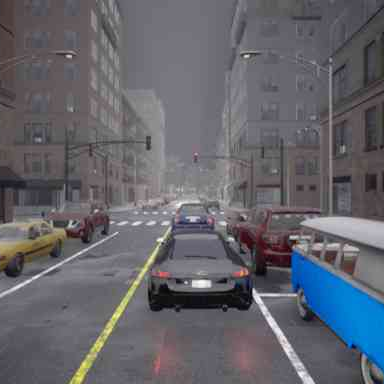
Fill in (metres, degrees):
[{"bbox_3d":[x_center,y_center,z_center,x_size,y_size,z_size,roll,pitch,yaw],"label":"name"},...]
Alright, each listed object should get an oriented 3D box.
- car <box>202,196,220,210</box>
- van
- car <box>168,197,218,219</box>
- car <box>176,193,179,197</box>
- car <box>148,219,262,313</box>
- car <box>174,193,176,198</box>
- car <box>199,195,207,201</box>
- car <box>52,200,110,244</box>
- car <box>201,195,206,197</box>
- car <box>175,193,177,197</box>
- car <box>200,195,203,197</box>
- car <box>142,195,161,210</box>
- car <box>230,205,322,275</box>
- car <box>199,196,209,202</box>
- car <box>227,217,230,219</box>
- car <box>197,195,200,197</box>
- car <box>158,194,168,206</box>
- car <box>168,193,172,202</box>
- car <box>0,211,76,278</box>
[{"bbox_3d":[2.670,1.546,43.072,2.008,1.369,4.403,0,0,0],"label":"car"},{"bbox_3d":[2.642,1.341,4.706,1.690,1.788,3.998,0,0,0],"label":"van"},{"bbox_3d":[0.062,1.350,17.833,2.097,1.767,4.553,0,0,0],"label":"car"},{"bbox_3d":[-5.335,1.311,86.934,2.192,1.841,5.009,0,0,0],"label":"car"},{"bbox_3d":[0.104,1.563,7.777,1.994,1.385,4.181,0,0,-2],"label":"car"},{"bbox_3d":[-5.347,1.546,75.969,2.008,1.369,4.403,0,0,0],"label":"car"},{"bbox_3d":[2.698,1.436,81.446,1.967,1.590,4.097,0,0,0],"label":"car"},{"bbox_3d":[-5.388,1.313,16.070,2.192,1.841,5.009,0,0,0],"label":"car"},{"bbox_3d":[2.674,1.540,48.553,1.887,1.381,4.507,0,0,0],"label":"car"},{"bbox_3d":[-5.341,1.562,81.452,1.947,1.339,4.313,0,0,0],"label":"car"},{"bbox_3d":[2.678,1.546,54.035,2.008,1.369,4.403,0,0,0],"label":"car"},{"bbox_3d":[-5.384,1.521,42.908,1.752,1.417,4.829,0,0,0],"label":"car"},{"bbox_3d":[2.646,1.314,10.384,2.192,1.841,5.009,0,0,0],"label":"car"},{"bbox_3d":[2.694,1.546,75.963,2.008,1.369,4.403,0,0,0],"label":"car"},{"bbox_3d":[2.650,1.580,16.064,1.802,1.307,4.206,0,0,0],"label":"car"},{"bbox_3d":[2.690,1.546,70.481,2.008,1.369,4.403,0,0,0],"label":"car"},{"bbox_3d":[-5.372,1.521,53.871,1.752,1.417,4.829,0,0,0],"label":"car"},{"bbox_3d":[-5.365,1.310,59.524,2.192,1.841,5.009,0,0,0],"label":"car"},{"bbox_3d":[-5.392,1.524,10.221,1.752,1.417,4.829,0,0,0],"label":"car"}]
